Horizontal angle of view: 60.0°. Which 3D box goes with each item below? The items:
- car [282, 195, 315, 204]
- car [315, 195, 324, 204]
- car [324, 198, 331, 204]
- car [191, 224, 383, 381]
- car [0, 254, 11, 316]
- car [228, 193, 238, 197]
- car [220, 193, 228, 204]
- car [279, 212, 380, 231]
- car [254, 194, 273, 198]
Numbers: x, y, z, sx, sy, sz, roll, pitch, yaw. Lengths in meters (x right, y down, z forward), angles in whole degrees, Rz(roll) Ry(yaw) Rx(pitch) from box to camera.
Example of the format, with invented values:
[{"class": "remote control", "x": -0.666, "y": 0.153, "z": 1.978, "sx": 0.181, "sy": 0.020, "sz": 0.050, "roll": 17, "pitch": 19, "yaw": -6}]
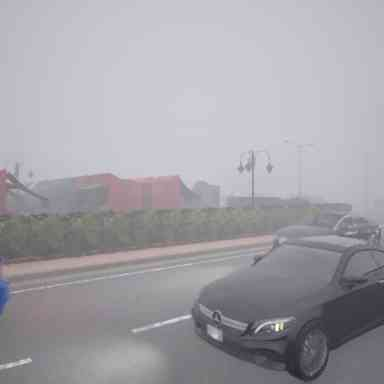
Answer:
[{"class": "car", "x": 13.981, "y": 1.215, "z": 45.626, "sx": 1.932, "sy": 1.855, "sz": 4.605, "roll": 0, "pitch": 0, "yaw": -36}, {"class": "car", "x": 16.122, "y": 1.425, "z": 47.245, "sx": 1.784, "sy": 1.438, "sz": 3.905, "roll": 0, "pitch": 0, "yaw": -36}, {"class": "car", "x": 18.463, "y": 1.457, "z": 48.948, "sx": 1.970, "sy": 1.475, "sz": 3.806, "roll": 0, "pitch": 0, "yaw": -36}, {"class": "car", "x": 2.163, "y": 1.526, "z": 5.595, "sx": 4.674, "sy": 1.442, "sz": 1.812, "roll": 0, "pitch": 0, "yaw": -36}, {"class": "car", "x": -5.287, "y": 1.478, "z": 4.446, "sx": 5.008, "sy": 1.535, "sz": 1.882, "roll": 0, "pitch": 0, "yaw": -36}, {"class": "car", "x": 8.525, "y": 1.219, "z": 81.928, "sx": 1.932, "sy": 1.855, "sz": 4.605, "roll": 0, "pitch": 0, "yaw": -36}, {"class": "car", "x": 6.153, "y": 1.222, "z": 80.269, "sx": 1.905, "sy": 1.878, "sz": 3.866, "roll": 0, "pitch": 0, "yaw": -36}, {"class": "car", "x": 4.977, "y": 1.493, "z": 12.024, "sx": 4.902, "sy": 1.511, "sz": 2.128, "roll": 0, "pitch": 0, "yaw": -36}, {"class": "car", "x": 14.242, "y": 1.459, "z": 64.553, "sx": 1.970, "sy": 1.475, "sz": 3.806, "roll": 0, "pitch": 0, "yaw": -36}]
